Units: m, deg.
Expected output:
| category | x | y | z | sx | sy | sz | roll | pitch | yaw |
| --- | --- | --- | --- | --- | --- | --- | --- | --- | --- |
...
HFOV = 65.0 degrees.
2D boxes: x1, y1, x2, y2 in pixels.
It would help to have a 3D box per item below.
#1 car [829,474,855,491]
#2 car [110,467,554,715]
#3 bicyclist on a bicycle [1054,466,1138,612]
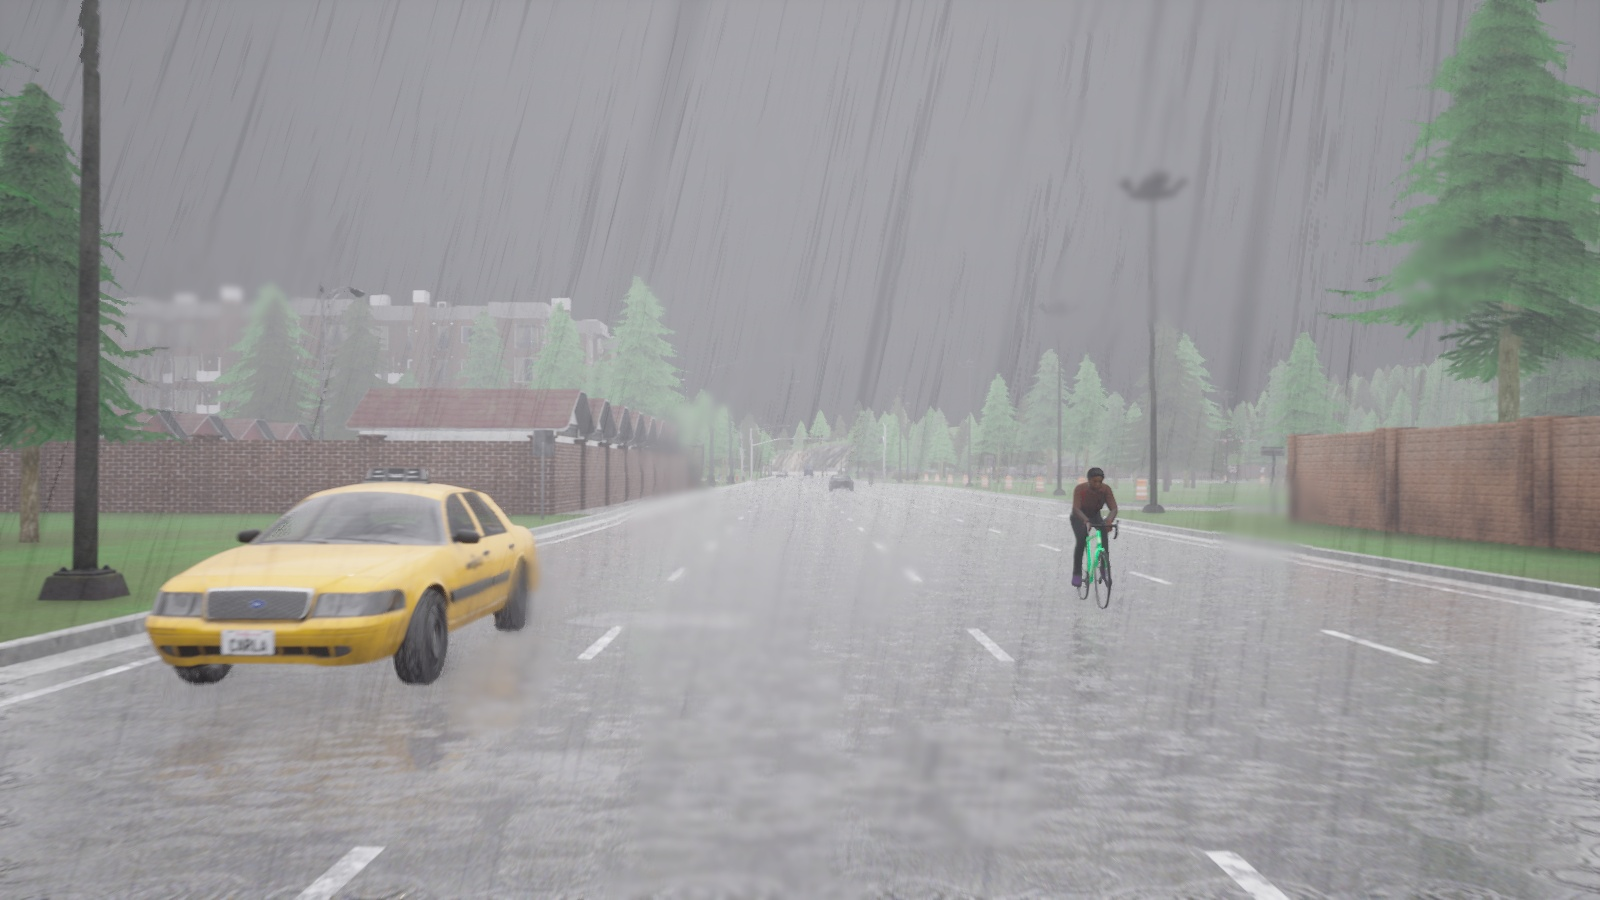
| category | x | y | z | sx | sy | sz | roll | pitch | yaw |
| --- | --- | --- | --- | --- | --- | --- | --- | --- | --- |
| car | 3.261 | 2.547 | 98.207 | 1.895 | 1.301 | 4.718 | 0 | -1 | 0 |
| car | -3.527 | 0.947 | 10.734 | 1.801 | 1.575 | 5.366 | 0 | -1 | 0 |
| bicyclist on a bicycle | 3.463 | 1.002 | 14.800 | 0.582 | 1.620 | 1.656 | 0 | -1 | 0 |
